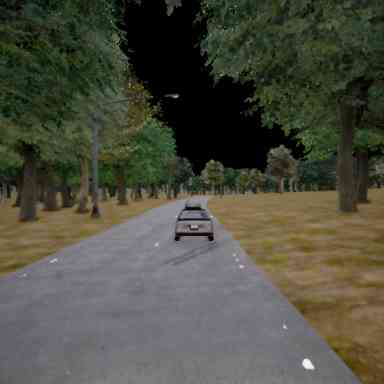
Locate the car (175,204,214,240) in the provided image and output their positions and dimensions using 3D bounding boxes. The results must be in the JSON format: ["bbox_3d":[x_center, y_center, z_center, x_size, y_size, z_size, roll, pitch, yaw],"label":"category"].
[{"bbox_3d":[0.098,1.542,16.878,2.033,1.411,5.357,0,0,0],"label":"car"}]

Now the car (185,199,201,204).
[{"bbox_3d":[0.135,1.523,41.159,1.994,1.385,4.181,0,0,1],"label":"car"}]
